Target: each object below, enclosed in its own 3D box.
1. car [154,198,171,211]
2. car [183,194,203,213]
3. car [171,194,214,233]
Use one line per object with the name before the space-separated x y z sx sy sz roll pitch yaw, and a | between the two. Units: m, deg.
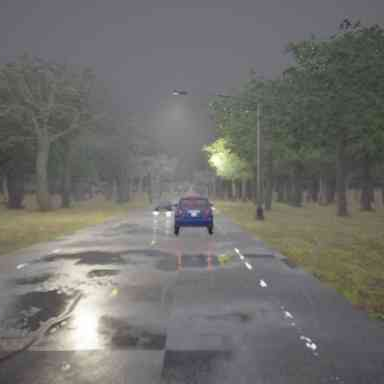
car | -3.498 1.584 41.155 1.837 1.490 4.892 0 -1 0
car | 0.102 1.295 38.744 2.150 2.045 5.566 0 0 0
car | 0.101 1.263 19.932 2.150 2.045 5.566 0 0 0
